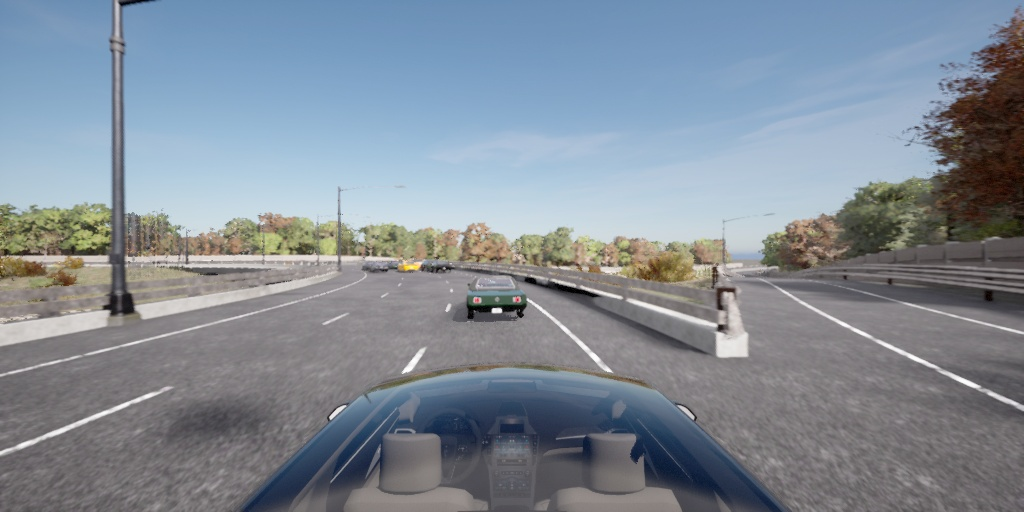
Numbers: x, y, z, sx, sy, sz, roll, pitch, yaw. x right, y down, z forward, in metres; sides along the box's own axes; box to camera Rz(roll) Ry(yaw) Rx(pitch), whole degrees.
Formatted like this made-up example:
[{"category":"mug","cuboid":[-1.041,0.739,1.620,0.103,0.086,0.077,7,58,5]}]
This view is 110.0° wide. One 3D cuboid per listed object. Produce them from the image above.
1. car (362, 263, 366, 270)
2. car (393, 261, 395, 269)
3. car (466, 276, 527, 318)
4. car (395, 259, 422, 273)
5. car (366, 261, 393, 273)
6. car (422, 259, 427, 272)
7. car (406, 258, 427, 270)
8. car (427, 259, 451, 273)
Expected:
[{"category":"car","cuboid":[-21.748,1.531,55.240,1.994,1.385,4.181,0,0,-33]},{"category":"car","cuboid":[-18.724,1.511,57.003,1.994,1.385,4.181,0,0,-33]},{"category":"car","cuboid":[-0.689,1.371,13.102,1.895,1.301,4.718,0,0,-6]},{"category":"car","cuboid":[-13.876,1.380,47.759,1.882,1.535,5.008,0,0,-27]},{"category":"car","cuboid":[-17.542,1.475,47.280,2.033,1.411,5.357,0,0,-27]},{"category":"car","cuboid":[-11.542,1.242,50.880,2.097,1.767,4.553,0,0,-27]},{"category":"car","cuboid":[-15.685,1.280,58.740,2.097,1.767,4.553,0,0,-33]},{"category":"car","cuboid":[-9.022,1.343,45.213,1.882,1.535,5.008,0,0,-22]}]
